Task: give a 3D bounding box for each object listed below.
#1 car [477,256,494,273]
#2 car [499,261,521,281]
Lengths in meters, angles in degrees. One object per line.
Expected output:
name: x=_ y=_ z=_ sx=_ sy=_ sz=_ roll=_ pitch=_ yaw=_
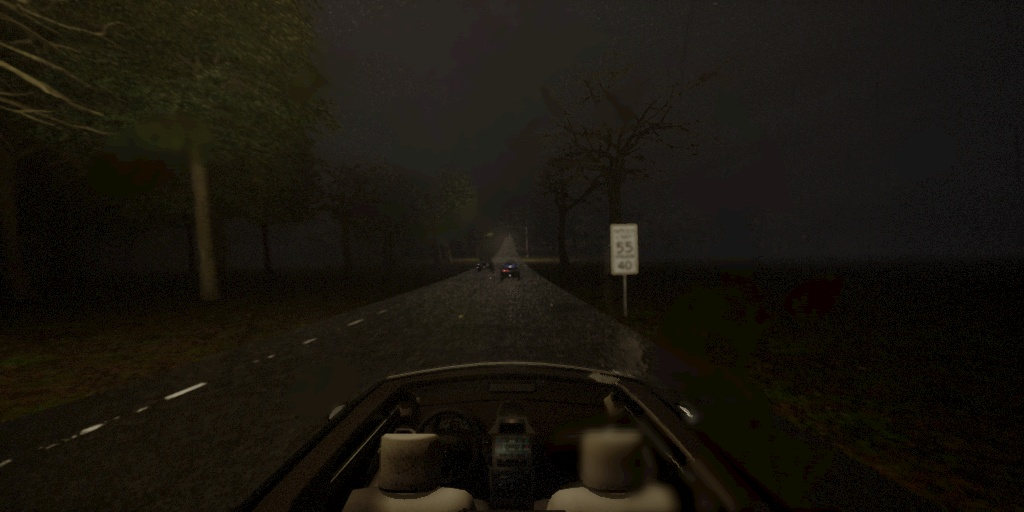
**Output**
car: x=-3.746 y=1.114 z=51.211 sx=2.150 sy=2.045 sz=5.566 roll=-2 pitch=0 yaw=0
car: x=-0.161 y=1.498 z=33.825 sx=2.128 sy=1.511 sz=4.902 roll=-2 pitch=0 yaw=0
